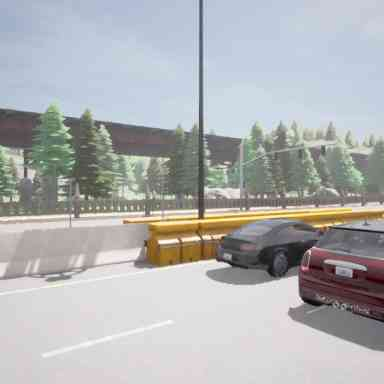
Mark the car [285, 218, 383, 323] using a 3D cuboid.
[{"bbox_3d":[4.269,1.352,6.802,4.553,1.767,2.097,0,0,-36],"label":"car"}]

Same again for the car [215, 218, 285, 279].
[{"bbox_3d":[2.807,1.526,10.055,4.674,1.442,1.812,0,0,-35],"label":"car"}]
